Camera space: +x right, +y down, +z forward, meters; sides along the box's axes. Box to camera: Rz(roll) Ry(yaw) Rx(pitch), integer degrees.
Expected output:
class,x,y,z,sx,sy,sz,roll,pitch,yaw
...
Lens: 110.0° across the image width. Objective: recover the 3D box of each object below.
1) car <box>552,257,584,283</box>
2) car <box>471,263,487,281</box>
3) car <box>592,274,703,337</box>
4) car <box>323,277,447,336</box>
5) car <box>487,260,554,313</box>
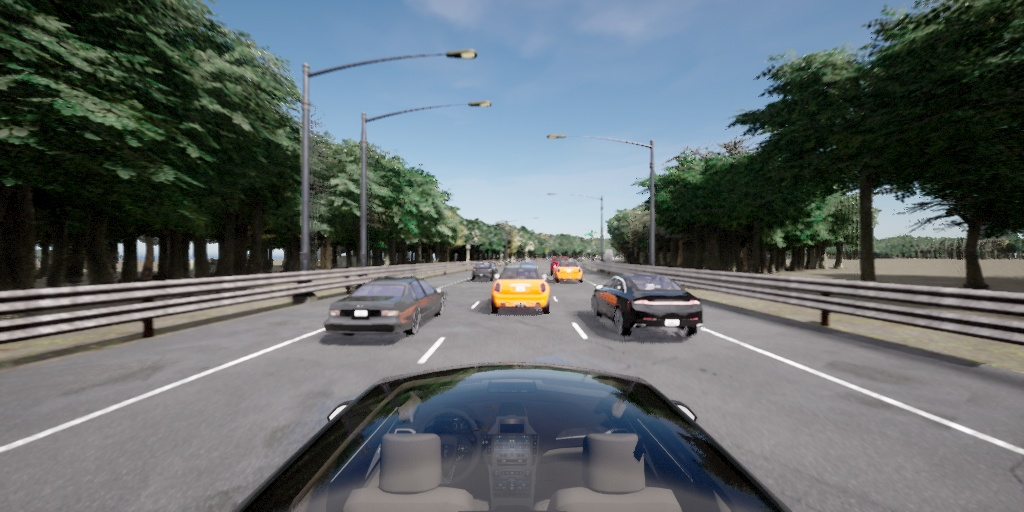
class,x,y,z,sx,sy,sz,roll,pitch,yaw
car,4.525,1.190,29.609,2.097,1.767,4.553,0,0,4
car,-2.269,1.322,31.068,2.128,1.511,4.902,0,0,4
car,3.618,1.273,10.389,2.128,1.511,4.902,0,0,1
car,-3.282,1.317,10.432,2.033,1.411,5.357,0,0,1
car,0.348,1.139,14.354,2.097,1.767,4.553,0,0,2
